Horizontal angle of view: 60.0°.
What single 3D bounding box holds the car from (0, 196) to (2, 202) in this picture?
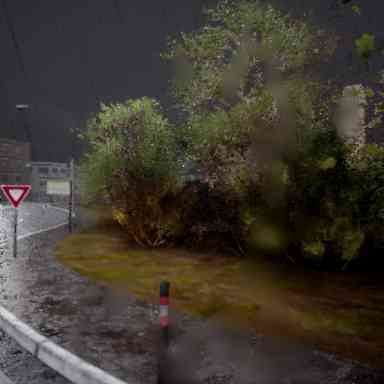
[{"bbox_3d":[-27.866,0.815,44.781,4.902,1.511,2.128,2,1,21],"label":"car"}]
